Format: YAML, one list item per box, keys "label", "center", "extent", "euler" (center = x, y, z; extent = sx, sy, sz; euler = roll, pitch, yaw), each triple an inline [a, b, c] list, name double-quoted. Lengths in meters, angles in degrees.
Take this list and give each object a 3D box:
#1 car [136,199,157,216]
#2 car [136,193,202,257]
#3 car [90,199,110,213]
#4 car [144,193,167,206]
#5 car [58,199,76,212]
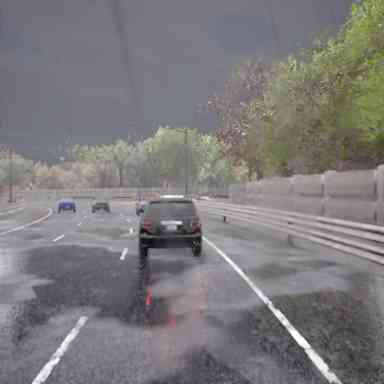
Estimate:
- label: "car"
  center: [-4.667, 1.531, 33.461]
  extent: [1.812, 1.442, 4.674]
  euler: [0, 0, -12]
- label: "car"
  center: [-0.930, 1.217, 13.164]
  extent: [2.150, 2.045, 5.566]
  euler: [0, 0, -6]
- label: "car"
  center: [-10.588, 1.549, 38.156]
  extent: [1.837, 1.490, 4.892]
  euler: [0, 0, -20]
- label: "car"
  center: [-6.053, 1.219, 55.546]
  extent: [2.150, 2.045, 5.566]
  euler: [-1, 0, 11]
- label: "car"
  center: [-15.093, 1.552, 40.122]
  extent: [1.882, 1.535, 5.008]
  euler: [0, 0, -22]
